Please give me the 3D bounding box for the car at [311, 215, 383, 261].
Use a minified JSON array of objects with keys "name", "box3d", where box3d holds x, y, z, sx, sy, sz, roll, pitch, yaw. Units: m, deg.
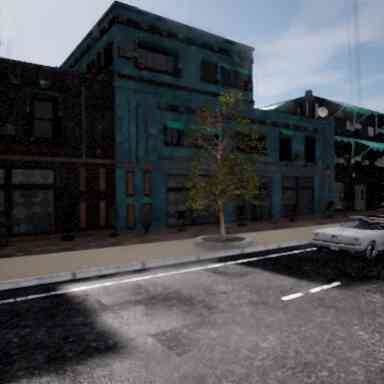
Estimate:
[{"name":"car","box3d":[6.529,1.560,12.336,4.718,1.301,1.895,0,0,-35]}]
